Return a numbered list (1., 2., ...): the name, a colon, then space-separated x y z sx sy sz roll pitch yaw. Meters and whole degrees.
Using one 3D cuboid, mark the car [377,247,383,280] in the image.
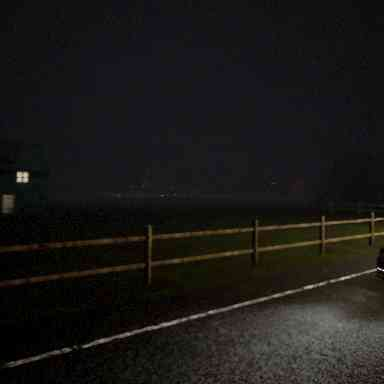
1. car: 6.770 1.577 8.782 4.902 1.511 2.128 1 0 -35
